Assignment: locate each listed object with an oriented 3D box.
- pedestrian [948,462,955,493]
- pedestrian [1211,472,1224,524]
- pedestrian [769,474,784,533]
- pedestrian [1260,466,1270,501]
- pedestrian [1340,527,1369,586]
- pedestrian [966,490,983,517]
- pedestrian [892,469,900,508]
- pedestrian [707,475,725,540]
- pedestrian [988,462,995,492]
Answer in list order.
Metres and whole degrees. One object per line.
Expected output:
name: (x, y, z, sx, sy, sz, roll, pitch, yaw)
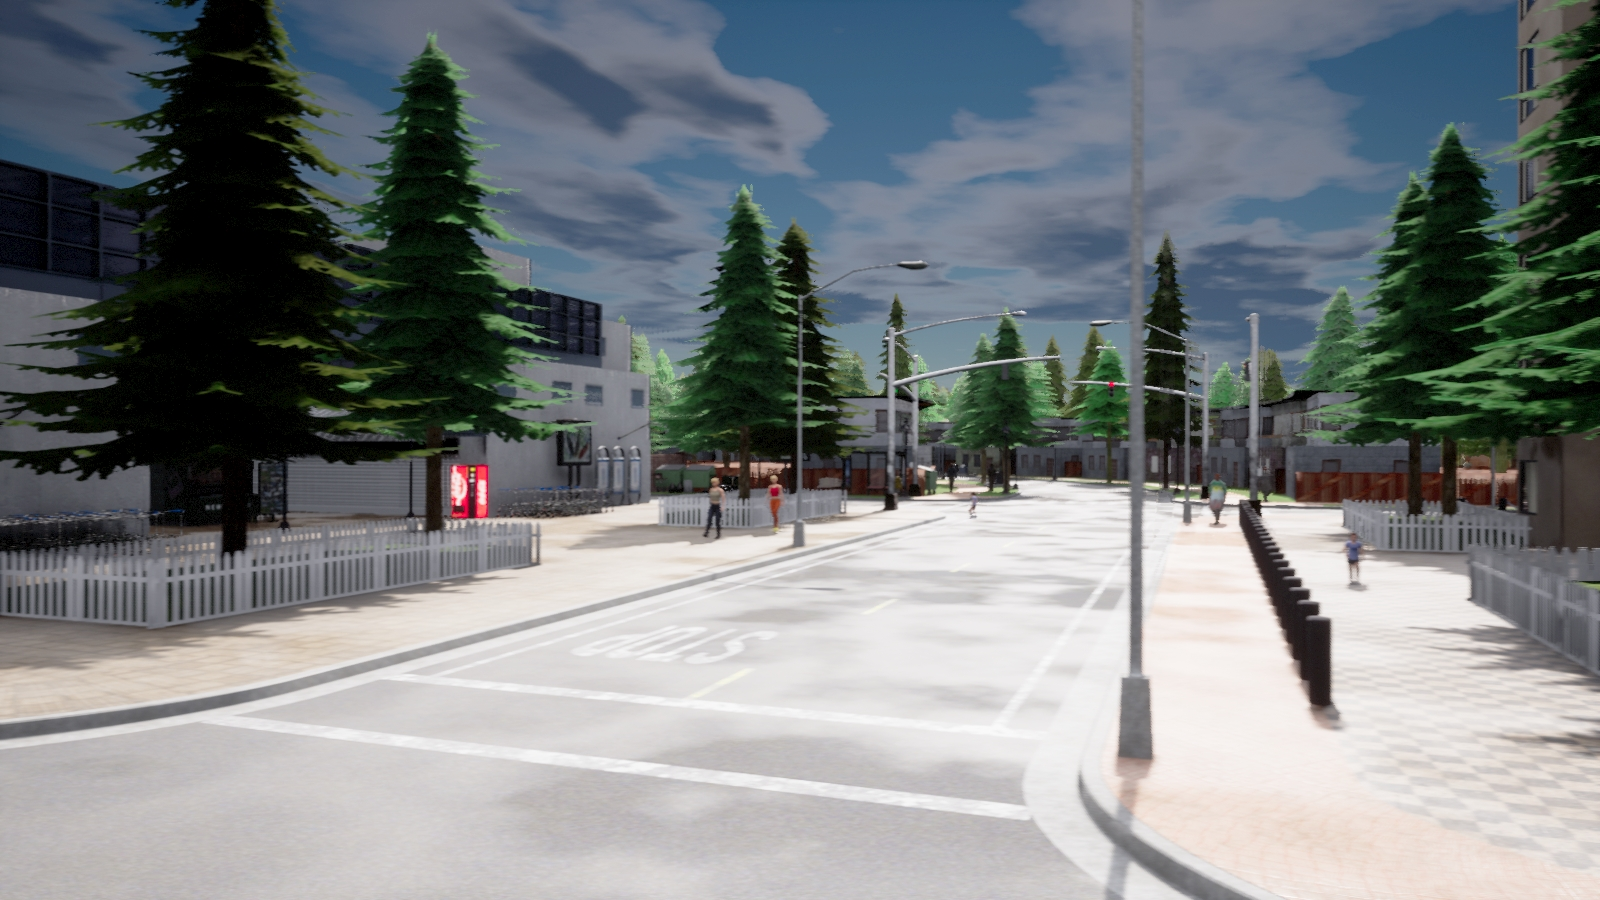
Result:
pedestrian: (9.327, 1.685, 70.236, 0.375, 1.860, 0.375, 0, 0, 10)
pedestrian: (15.059, 1.732, 41.209, 0.375, 1.860, 0.375, 0, 0, 31)
pedestrian: (-0.741, 1.688, 36.211, 0.375, 1.860, 0.375, 0, 0, 19)
pedestrian: (24.283, 1.745, 59.672, 0.375, 1.860, 0.375, 0, 0, -6)
pedestrian: (10.940, 2.098, 22.553, 0.500, 1.100, 0.500, 0, 0, 23)
pedestrian: (7.278, 2.244, 47.680, 0.500, 1.100, 0.500, 0, 0, 37)
pedestrian: (4.553, 1.842, 54.425, 0.375, 1.860, 0.375, 0, 0, 4)
pedestrian: (-2.459, 1.679, 33.391, 0.375, 1.860, 0.375, 0, 0, 24)
pedestrian: (11.990, 1.694, 71.513, 0.375, 1.860, 0.375, 0, 0, 20)
